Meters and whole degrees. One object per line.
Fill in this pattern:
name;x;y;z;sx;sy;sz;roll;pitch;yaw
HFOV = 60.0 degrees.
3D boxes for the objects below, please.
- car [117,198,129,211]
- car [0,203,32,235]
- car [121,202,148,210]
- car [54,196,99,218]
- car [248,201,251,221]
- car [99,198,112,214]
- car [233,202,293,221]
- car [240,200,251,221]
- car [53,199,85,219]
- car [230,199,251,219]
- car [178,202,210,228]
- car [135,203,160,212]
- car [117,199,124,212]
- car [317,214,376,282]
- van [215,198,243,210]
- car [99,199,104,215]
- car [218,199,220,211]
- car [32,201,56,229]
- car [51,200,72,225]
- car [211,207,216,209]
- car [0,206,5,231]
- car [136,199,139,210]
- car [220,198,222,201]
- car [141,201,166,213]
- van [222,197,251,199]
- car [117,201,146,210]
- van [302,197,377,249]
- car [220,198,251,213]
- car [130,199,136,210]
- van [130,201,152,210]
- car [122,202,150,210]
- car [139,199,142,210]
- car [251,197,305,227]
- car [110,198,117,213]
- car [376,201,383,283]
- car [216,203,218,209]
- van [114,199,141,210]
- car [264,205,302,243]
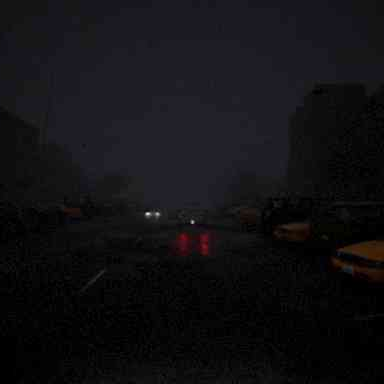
car;-11.448;1.960;44.421;5.008;1.535;2.097;0;-2;-20
car;-11.448;1.405;18.026;4.553;1.767;2.185;-1;0;-20
car;-11.288;2.711;64.927;4.892;1.521;2.231;0;-3;-19
car;-11.515;1.412;29.744;5.566;2.045;2.435;-1;-1;-20
car;6.507;1.569;20.857;5.366;1.575;1.946;1;-1;-20
car;-11.469;1.765;35.623;4.892;1.521;2.231;0;-1;-20
car;6.302;1.703;29.755;4.792;1.488;2.163;1;-1;-20
car;6.502;1.598;23.849;5.366;1.575;1.946;1;-1;-20
car;-11.660;1.618;26.760;5.366;1.575;1.946;-1;0;-20
car;6.154;1.625;26.713;5.366;1.575;1.946;1;-1;-20
car;0.021;1.616;22.520;1.812;1.442;4.674;0;-1;0
car;-11.028;3.808;82.469;5.566;2.045;2.435;1;-6;-19
car;-11.428;1.919;41.504;4.792;1.488;2.163;0;-2;-20
car;6.195;1.509;8.752;5.366;1.575;1.946;1;0;-20
van;6.343;2.099;56.664;4.442;1.987;1.878;1;-2;-19
car;-11.475;1.709;32.686;4.892;1.521;2.231;-1;-1;-20
car;6.369;2.012;44.729;4.674;1.452;2.002;1;-2;-20
car;-11.475;1.554;20.956;5.008;1.535;2.097;-1;0;-20
car;-11.491;1.585;23.887;5.008;1.535;2.097;-1;-1;-20
car;6.391;1.884;50.704;5.566;2.045;2.435;1;-2;-20
car;-11.472;1.553;15.092;4.674;1.452;2.002;-1;-1;-20
car;-11.392;2.251;53.225;4.674;1.452;2.002;0;-2;-20
car;6.330;1.774;41.734;4.553;1.767;2.185;1;-2;-20
car;-5.106;2.041;44.937;2.033;1.411;5.357;0;-2;0
van;6.243;1.605;38.706;4.442;1.987;1.878;1;-1;-20
car;-11.320;2.556;62.004;5.008;1.535;2.097;0;-3;-20
van;6.467;1.296;11.857;4.442;1.987;1.878;1;0;-20
car;6.167;1.768;35.686;5.366;1.575;1.946;1;-1;-20
car;-11.411;2.162;50.288;4.674;1.452;2.002;0;-2;-20
van;-11.289;3.067;73.657;4.442;1.987;1.878;1;-4;-19
car;-11.423;2.880;67.779;5.366;1.575;1.946;0;-4;-19
car;-11.338;2.338;56.158;4.792;1.488;2.163;0;-2;-20
car;6.364;1.296;17.815;5.566;2.045;2.435;1;-1;-20
car;-11.437;1.697;38.564;4.553;1.767;2.185;0;-1;-20
car;6.408;1.258;5.834;5.566;2.045;2.435;1;0;-20
car;6.418;2.081;47.734;4.792;1.488;2.163;1;-2;-20
van;-11.454;2.197;59.046;4.442;1.987;1.878;0;-2;-20
car;6.170;1.525;14.745;5.366;1.575;1.946;1;0;-20
